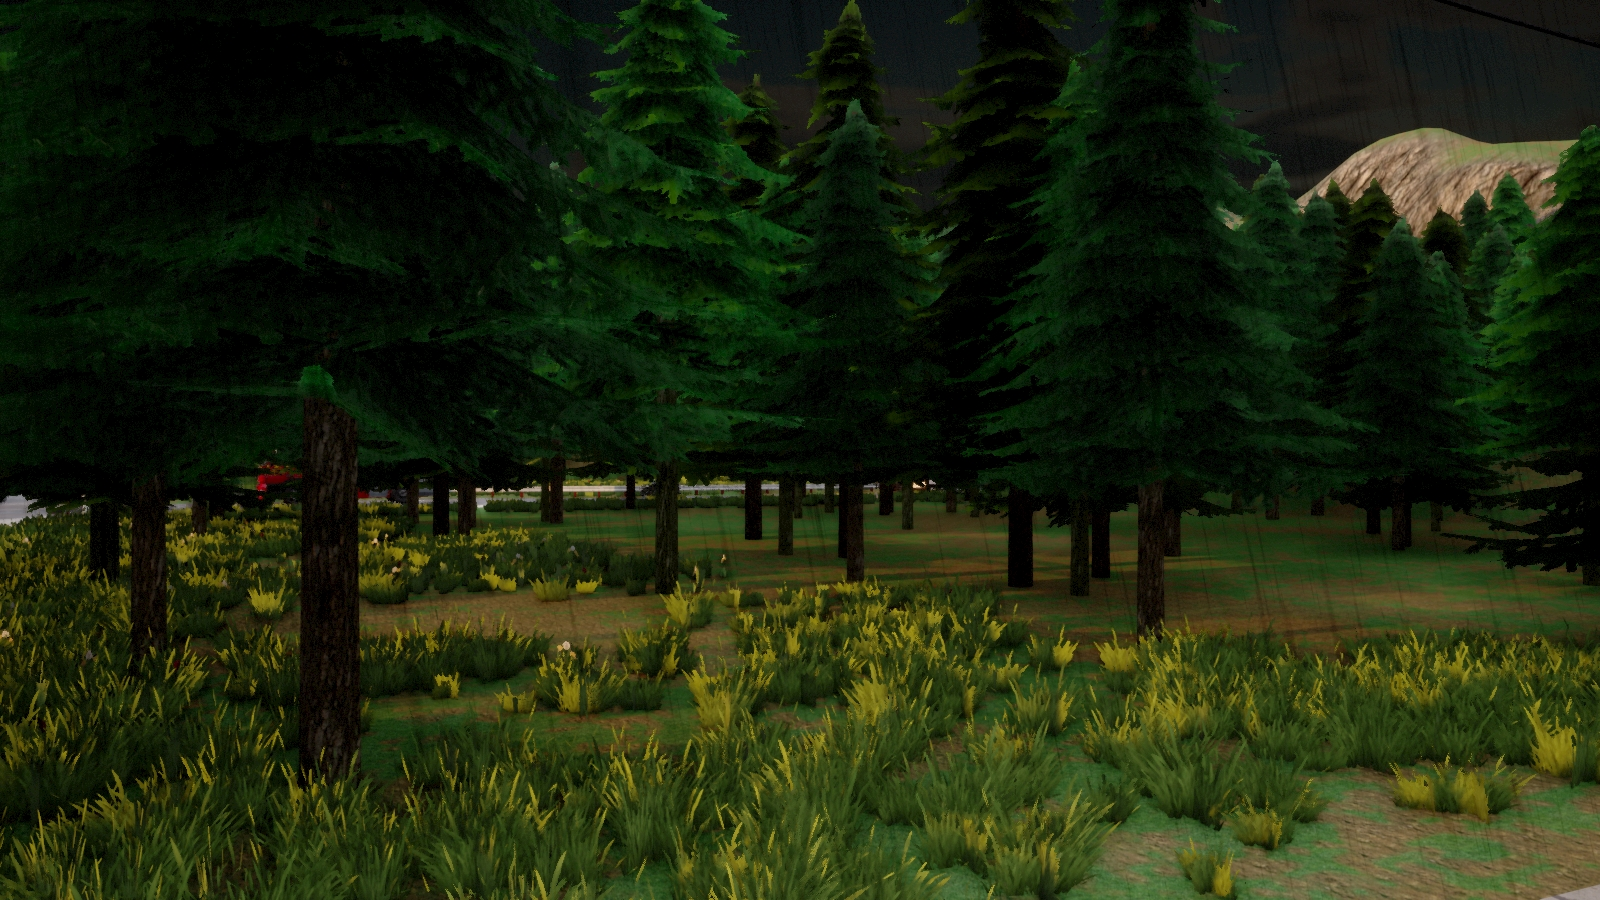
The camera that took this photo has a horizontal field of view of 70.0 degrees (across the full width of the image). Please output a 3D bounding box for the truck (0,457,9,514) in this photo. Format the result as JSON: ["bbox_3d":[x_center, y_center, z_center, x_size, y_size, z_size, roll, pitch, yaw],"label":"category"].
[{"bbox_3d":[-38.055,1.559,50.127,5.204,2.467,2.627,0,0,-28],"label":"truck"}]
